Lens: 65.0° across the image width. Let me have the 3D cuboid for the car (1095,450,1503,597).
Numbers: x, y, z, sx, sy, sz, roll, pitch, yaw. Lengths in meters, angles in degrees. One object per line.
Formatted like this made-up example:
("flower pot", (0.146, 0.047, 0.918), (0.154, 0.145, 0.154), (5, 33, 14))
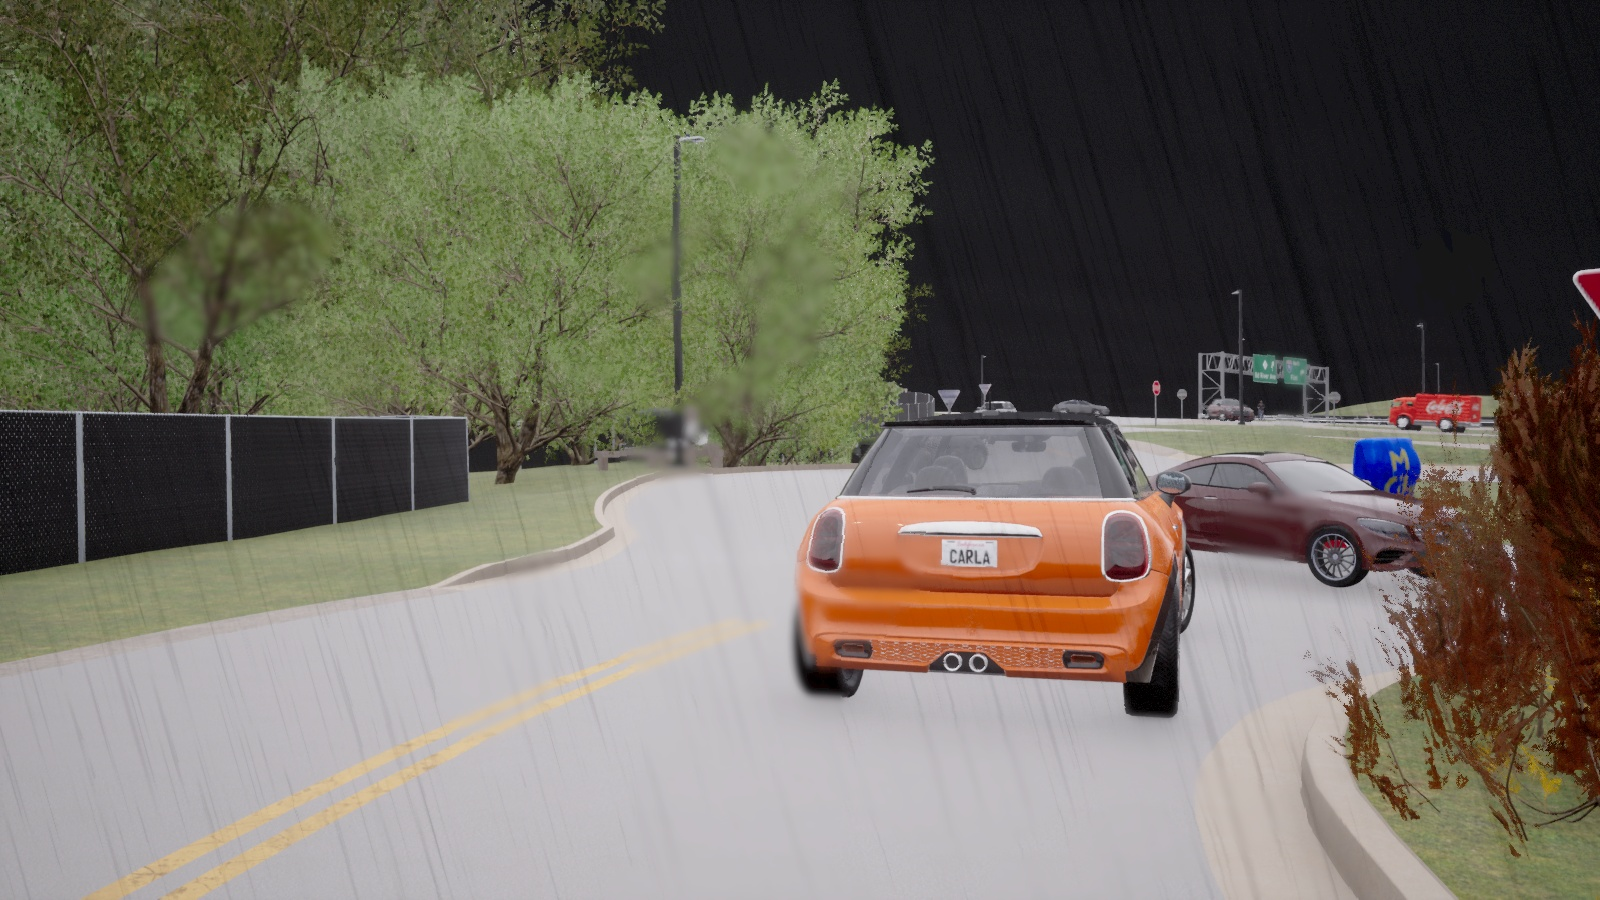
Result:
("car", (5.969, 0.773, 15.704), (1.812, 1.442, 4.674), (-1, 2, -28))

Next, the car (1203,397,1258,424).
("car", (31.154, -2.883, 91.017), (2.097, 1.767, 4.553), (2, 2, -3))

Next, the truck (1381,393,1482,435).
("truck", (41.362, -2.356, 82.353), (2.627, 2.467, 5.204), (0, 4, -44))

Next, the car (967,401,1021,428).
("car", (11.094, -2.038, 71.559), (1.970, 1.475, 3.806), (0, 2, 27))

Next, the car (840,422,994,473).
("car", (3.386, -0.094, 35.915), (4.181, 1.385, 1.994), (-1, 1, -40))

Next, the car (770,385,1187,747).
("car", (1.532, 0.548, 8.610), (2.097, 1.767, 4.553), (0, 0, 18))
